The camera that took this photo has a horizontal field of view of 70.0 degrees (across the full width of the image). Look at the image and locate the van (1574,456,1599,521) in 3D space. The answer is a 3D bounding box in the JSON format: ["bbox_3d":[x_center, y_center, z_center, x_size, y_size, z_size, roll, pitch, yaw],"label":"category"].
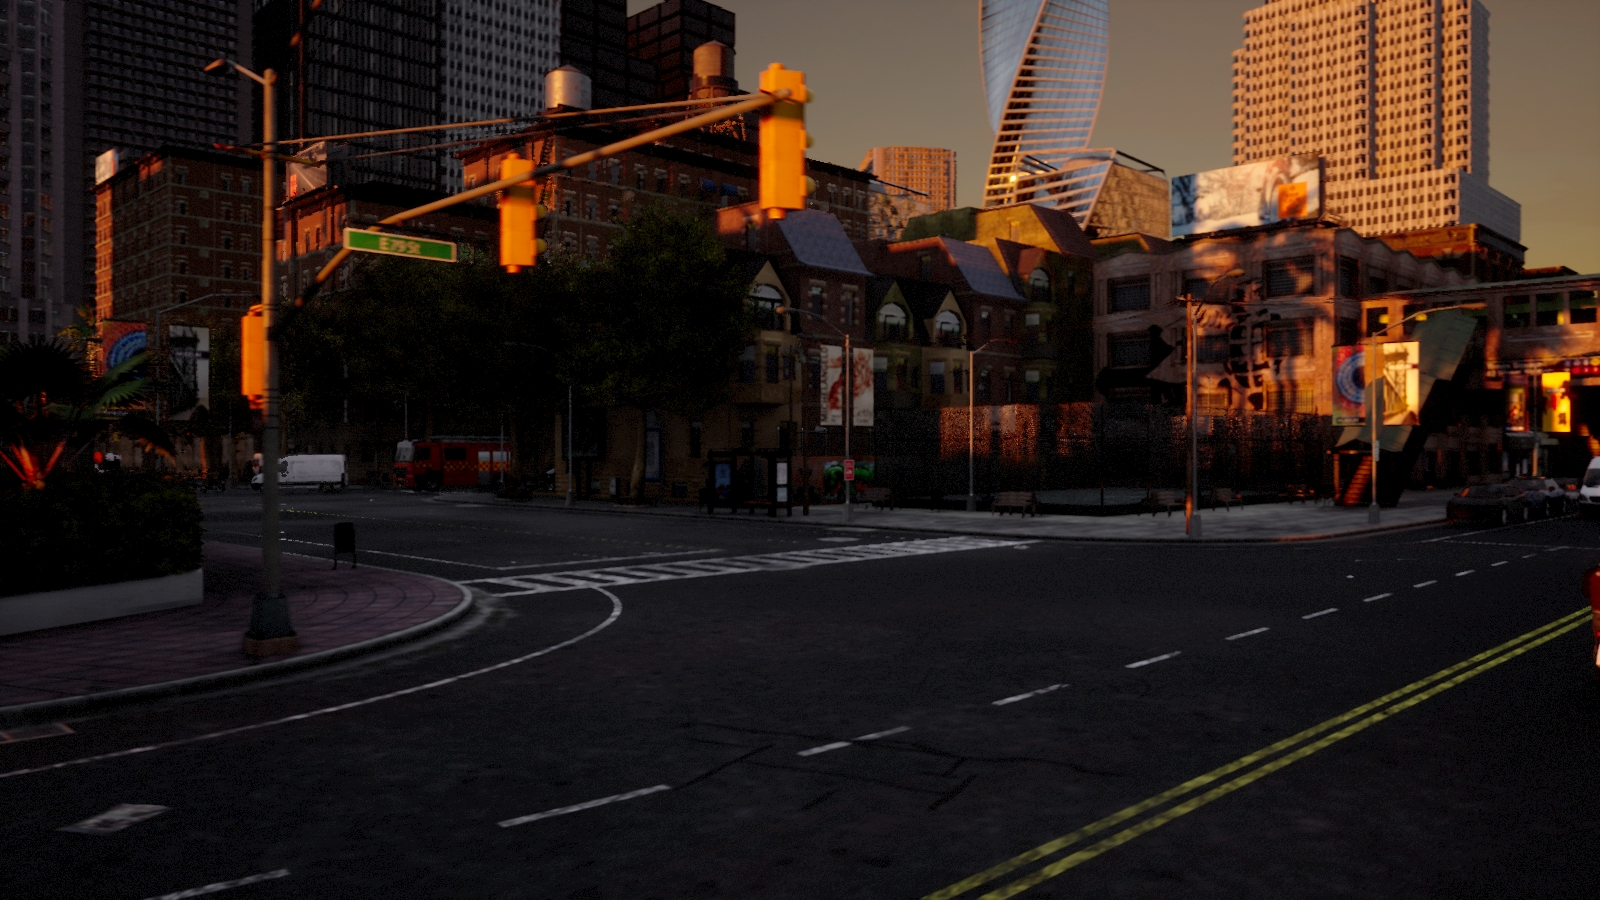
[{"bbox_3d":[33.892,1.536,47.248,5.915,2.561,1.988,0,0,-45],"label":"van"}]

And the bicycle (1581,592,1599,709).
[{"bbox_3d":[9.283,2.211,12.976,1.835,1.171,0.329,0,0,-45],"label":"bicycle"}]
